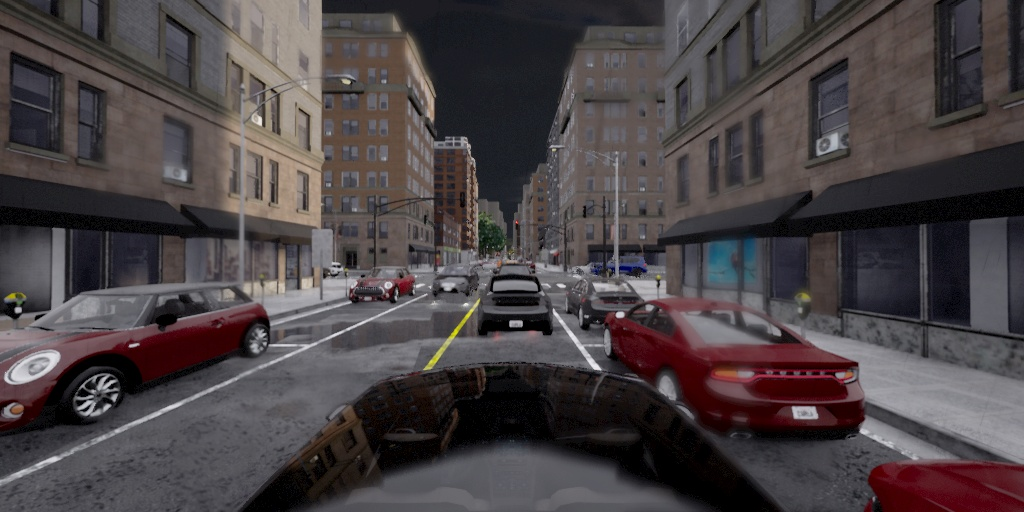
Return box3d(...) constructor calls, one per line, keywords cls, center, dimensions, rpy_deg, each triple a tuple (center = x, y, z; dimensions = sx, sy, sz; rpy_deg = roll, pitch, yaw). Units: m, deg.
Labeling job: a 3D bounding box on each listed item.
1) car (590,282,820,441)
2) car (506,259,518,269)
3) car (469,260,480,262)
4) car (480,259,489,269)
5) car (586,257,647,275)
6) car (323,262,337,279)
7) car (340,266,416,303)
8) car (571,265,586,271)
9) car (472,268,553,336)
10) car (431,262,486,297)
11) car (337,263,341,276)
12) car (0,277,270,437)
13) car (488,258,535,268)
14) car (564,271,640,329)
box3d(cls="car", center=(2.676, 1.299, 5.504), dimensions=(1.888, 1.381, 4.507), rpy_deg=(0, 0, 0))
box3d(cls="car", center=(-0.020, 1.328, 58.479), dimensions=(1.882, 1.535, 5.008), rpy_deg=(0, 0, 0))
box3d(cls="car", center=(-5.901, 1.391, 54.858), dimensions=(2.007, 1.370, 4.403), rpy_deg=(0, 0, 0))
box3d(cls="car", center=(-3.117, 1.432, 50.873), dimensions=(1.895, 1.301, 4.718), rpy_deg=(0, 0, 0))
box3d(cls="car", center=(10.667, 1.078, 36.091), dimensions=(5.566, 2.045, 2.150), rpy_deg=(0, -1, 0))
box3d(cls="car", center=(-17.471, 1.151, 29.279), dimensions=(5.008, 1.535, 1.882), rpy_deg=(0, -1, -2))
box3d(cls="car", center=(-5.833, 1.207, 16.497), dimensions=(1.967, 1.591, 4.097), rpy_deg=(0, 0, 0))
box3d(cls="car", center=(8.870, 1.402, 39.530), dimensions=(4.674, 1.442, 1.812), rpy_deg=(0, -1, 3))
box3d(cls="car", center=(0.059, 1.265, 10.379), dimensions=(1.837, 1.490, 4.892), rpy_deg=(0, 0, -1))
box3d(cls="car", center=(-2.873, 1.264, 19.023), dimensions=(2.128, 1.511, 4.902), rpy_deg=(0, 0, 2))
box3d(cls="car", center=(-18.362, 0.920, 32.522), dimensions=(5.566, 2.045, 2.150), rpy_deg=(0, -1, -1))
box3d(cls="car", center=(-5.851, 1.194, 5.511), dimensions=(1.967, 1.591, 4.097), rpy_deg=(0, 0, 0))
box3d(cls="car", center=(0.123, 1.122, 17.835), dimensions=(2.097, 1.767, 4.553), rpy_deg=(0, 0, 0))
box3d(cls="car", center=(2.684, 1.311, 10.995), dimensions=(2.007, 1.370, 4.403), rpy_deg=(0, 0, 0))
